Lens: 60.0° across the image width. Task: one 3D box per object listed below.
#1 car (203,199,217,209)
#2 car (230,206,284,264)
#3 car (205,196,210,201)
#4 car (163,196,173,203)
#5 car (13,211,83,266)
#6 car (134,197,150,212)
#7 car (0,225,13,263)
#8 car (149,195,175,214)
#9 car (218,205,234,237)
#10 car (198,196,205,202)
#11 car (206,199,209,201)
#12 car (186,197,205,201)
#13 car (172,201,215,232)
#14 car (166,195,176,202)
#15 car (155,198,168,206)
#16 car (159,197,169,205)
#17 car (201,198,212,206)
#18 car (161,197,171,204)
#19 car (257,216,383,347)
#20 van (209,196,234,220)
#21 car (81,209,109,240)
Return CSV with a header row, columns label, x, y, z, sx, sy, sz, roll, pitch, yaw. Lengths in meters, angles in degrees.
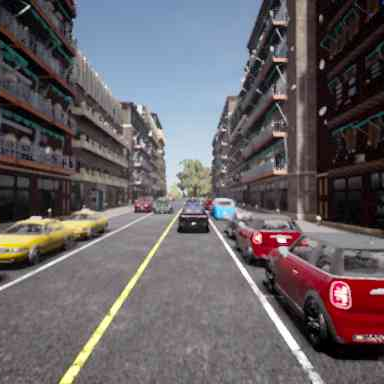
label,x,y,z,sx,sy,sz,roll,pitch,yaw
car,2.687,1.786,51.640,1.947,1.339,4.313,1,0,0
car,2.700,1.489,12.009,1.967,1.590,4.097,1,0,0
car,2.692,1.510,45.979,2.192,1.841,5.009,1,0,0
car,-5.699,1.790,79.987,1.967,1.590,4.097,1,0,0
car,-5.681,1.574,11.877,1.752,1.417,4.829,1,0,0
car,-5.686,1.486,40.356,2.192,1.841,5.009,1,0,0
car,-5.680,1.572,6.386,1.887,1.381,4.507,1,0,0
car,-3.099,1.507,36.762,2.097,1.767,4.553,0,0,0
car,2.697,1.623,17.670,2.008,1.369,4.403,1,0,0
car,2.678,1.929,91.443,1.752,1.417,4.829,1,0,0
car,2.691,1.727,34.655,1.802,1.307,4.206,1,0,0
car,0.077,1.509,37.515,2.097,1.767,4.553,0,0,0
car,0.084,1.579,21.017,2.128,1.511,4.902,0,0,0
car,-5.700,1.718,91.310,2.192,1.841,5.009,1,0,0
car,-5.696,1.822,63.000,2.008,1.369,4.403,1,0,0
car,-5.698,1.822,68.493,1.752,1.417,4.829,1,0,0
car,2.684,1.822,62.964,2.008,1.369,4.403,1,0,0
car,-5.699,1.868,74.323,1.887,1.381,4.507,1,0,0
car,2.702,1.466,6.348,1.967,1.590,4.097,1,0,0
van,2.696,1.462,28.995,1.690,1.788,3.998,1,0,0
car,-5.683,1.598,17.538,1.752,1.417,4.829,1,0,0
